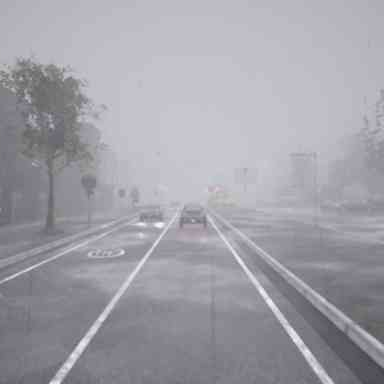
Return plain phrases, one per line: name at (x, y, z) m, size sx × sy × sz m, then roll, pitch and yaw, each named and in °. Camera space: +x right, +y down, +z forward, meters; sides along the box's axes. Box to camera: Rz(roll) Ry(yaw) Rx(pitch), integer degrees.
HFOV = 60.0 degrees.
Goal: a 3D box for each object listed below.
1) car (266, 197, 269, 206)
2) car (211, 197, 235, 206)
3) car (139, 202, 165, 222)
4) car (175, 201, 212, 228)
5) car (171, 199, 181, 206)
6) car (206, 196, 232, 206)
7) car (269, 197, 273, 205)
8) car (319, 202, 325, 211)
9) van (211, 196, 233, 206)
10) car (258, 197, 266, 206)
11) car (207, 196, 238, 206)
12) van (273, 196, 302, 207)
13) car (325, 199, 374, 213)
car at (18.632, 2.106, 68.609) m, size 5.366 × 1.575 × 1.946 m, roll 0°, pitch -2°, yaw -1°
car at (6.226, 1.927, 66.613) m, size 4.553 × 1.767 × 2.185 m, roll 0°, pitch -1°, yaw -1°
car at (-3.372, 1.685, 28.717) m, size 1.837 × 1.490 × 4.892 m, roll 0°, pitch 0°, yaw 0°
car at (0.080, 1.640, 23.637) m, size 2.128 × 1.511 × 4.902 m, roll 0°, pitch 0°, yaw 0°
car at (-3.360, 2.146, 69.978) m, size 1.882 × 1.535 × 5.008 m, roll 0°, pitch -2°, yaw 0°
car at (6.134, 2.072, 75.841) m, size 5.566 × 2.045 × 2.435 m, roll 0°, pitch -2°, yaw -1°
car at (18.655, 2.038, 65.948) m, size 5.366 × 1.575 × 1.946 m, roll 0°, pitch -1°, yaw 0°
car at (18.649, 1.750, 42.361) m, size 4.674 × 1.452 × 2.002 m, roll 0°, pitch 0°, yaw 0°
van at (6.284, 1.910, 69.652) m, size 4.442 × 1.987 × 1.878 m, roll 0°, pitch -2°, yaw -1°
car at (18.367, 2.024, 74.329) m, size 5.566 × 2.045 × 2.435 m, roll 0°, pitch -2°, yaw -1°
car at (6.036, 1.982, 63.691) m, size 5.366 × 1.575 × 1.946 m, roll 0°, pitch -1°, yaw -1°
van at (18.378, 1.750, 63.158) m, size 4.442 × 1.987 × 1.878 m, roll 0°, pitch -1°, yaw -1°
car at (18.722, 1.564, 39.192) m, size 4.553 × 1.767 × 2.185 m, roll 0°, pitch 0°, yaw 0°
